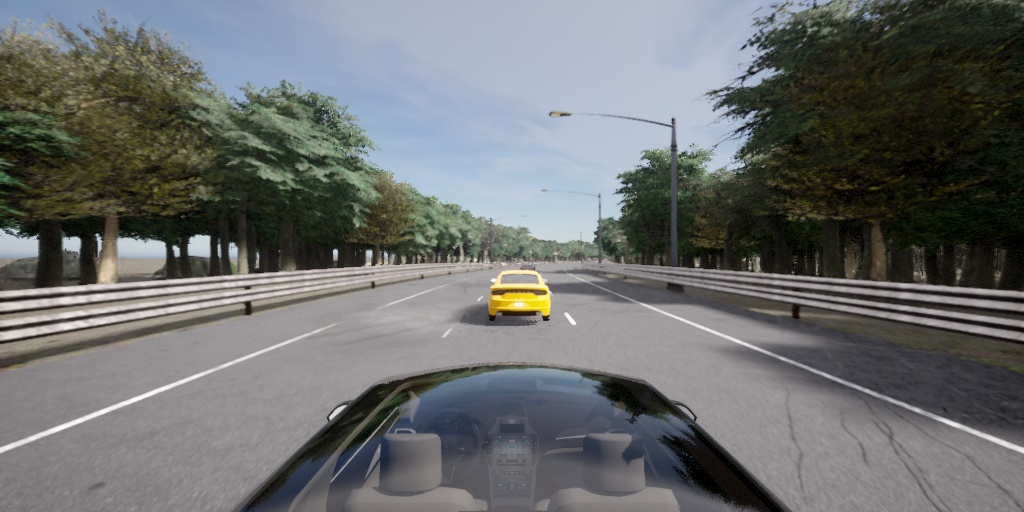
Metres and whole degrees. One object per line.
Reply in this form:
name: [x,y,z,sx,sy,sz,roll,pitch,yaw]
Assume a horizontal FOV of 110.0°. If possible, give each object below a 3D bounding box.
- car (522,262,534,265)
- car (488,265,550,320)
car: [2.017,1.529,44.254,2.128,1.511,4.902,0,-1,5]
car: [0.261,1.233,12.684,1.882,1.535,5.008,0,0,1]
